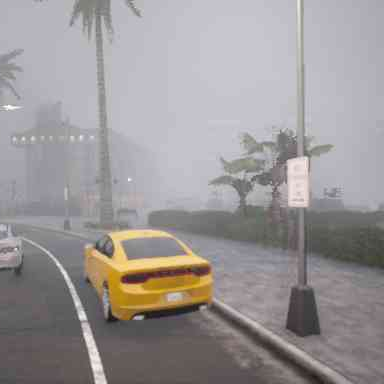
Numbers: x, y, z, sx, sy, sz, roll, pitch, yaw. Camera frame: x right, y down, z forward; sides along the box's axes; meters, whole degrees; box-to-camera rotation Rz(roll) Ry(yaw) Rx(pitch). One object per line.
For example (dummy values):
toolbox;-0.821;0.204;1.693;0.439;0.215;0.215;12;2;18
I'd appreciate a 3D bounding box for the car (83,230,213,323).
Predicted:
car;-1.327;1.608;7.710;1.882;1.535;5.008;0;-1;-25

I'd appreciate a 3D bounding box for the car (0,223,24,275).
car;-6.404;1.714;10.506;1.812;1.442;4.674;0;-1;-28

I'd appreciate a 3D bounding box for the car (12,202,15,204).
car;-32.830;2.533;63.635;4.674;1.452;2.002;0;-1;7
